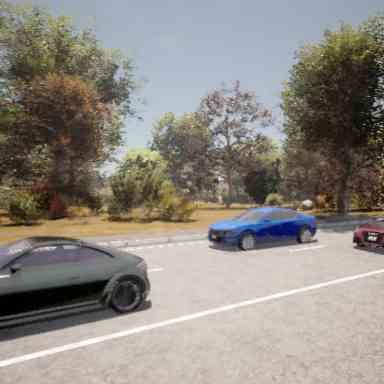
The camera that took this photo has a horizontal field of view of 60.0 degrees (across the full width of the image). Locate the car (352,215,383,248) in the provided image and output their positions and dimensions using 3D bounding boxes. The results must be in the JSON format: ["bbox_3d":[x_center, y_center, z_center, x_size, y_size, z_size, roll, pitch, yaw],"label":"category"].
[{"bbox_3d":[8.188,1.437,12.825,4.181,1.385,1.994,-1,1,-29],"label":"car"}]

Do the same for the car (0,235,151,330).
[{"bbox_3d":[-2.864,1.532,6.066,4.181,1.385,1.994,0,0,-34],"label":"car"}]

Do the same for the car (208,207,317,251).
[{"bbox_3d":[3.003,1.407,13.921,5.008,1.535,1.882,-1,0,-30],"label":"car"}]
